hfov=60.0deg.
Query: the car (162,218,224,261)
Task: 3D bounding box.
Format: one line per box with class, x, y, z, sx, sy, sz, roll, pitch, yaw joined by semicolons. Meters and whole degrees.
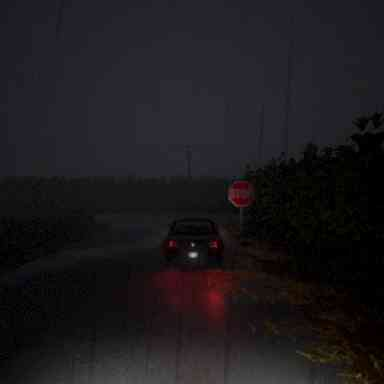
car;0.056;1.603;12.210;1.895;1.301;4.718;0;0;0
